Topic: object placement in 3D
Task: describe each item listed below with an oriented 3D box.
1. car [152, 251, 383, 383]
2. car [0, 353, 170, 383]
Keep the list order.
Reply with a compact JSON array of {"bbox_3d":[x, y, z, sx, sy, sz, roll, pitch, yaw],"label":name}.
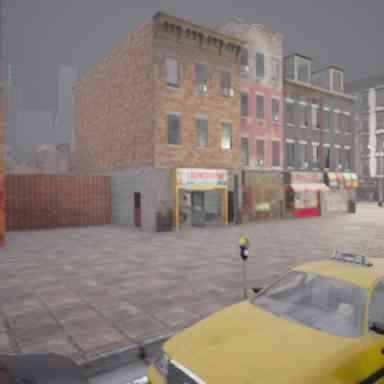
[{"bbox_3d":[1.820,1.477,4.112,4.829,1.417,1.752,-1,0,-36],"label":"car"},{"bbox_3d":[-2.478,1.570,1.043,4.403,1.369,2.008,-1,0,-36],"label":"car"}]
